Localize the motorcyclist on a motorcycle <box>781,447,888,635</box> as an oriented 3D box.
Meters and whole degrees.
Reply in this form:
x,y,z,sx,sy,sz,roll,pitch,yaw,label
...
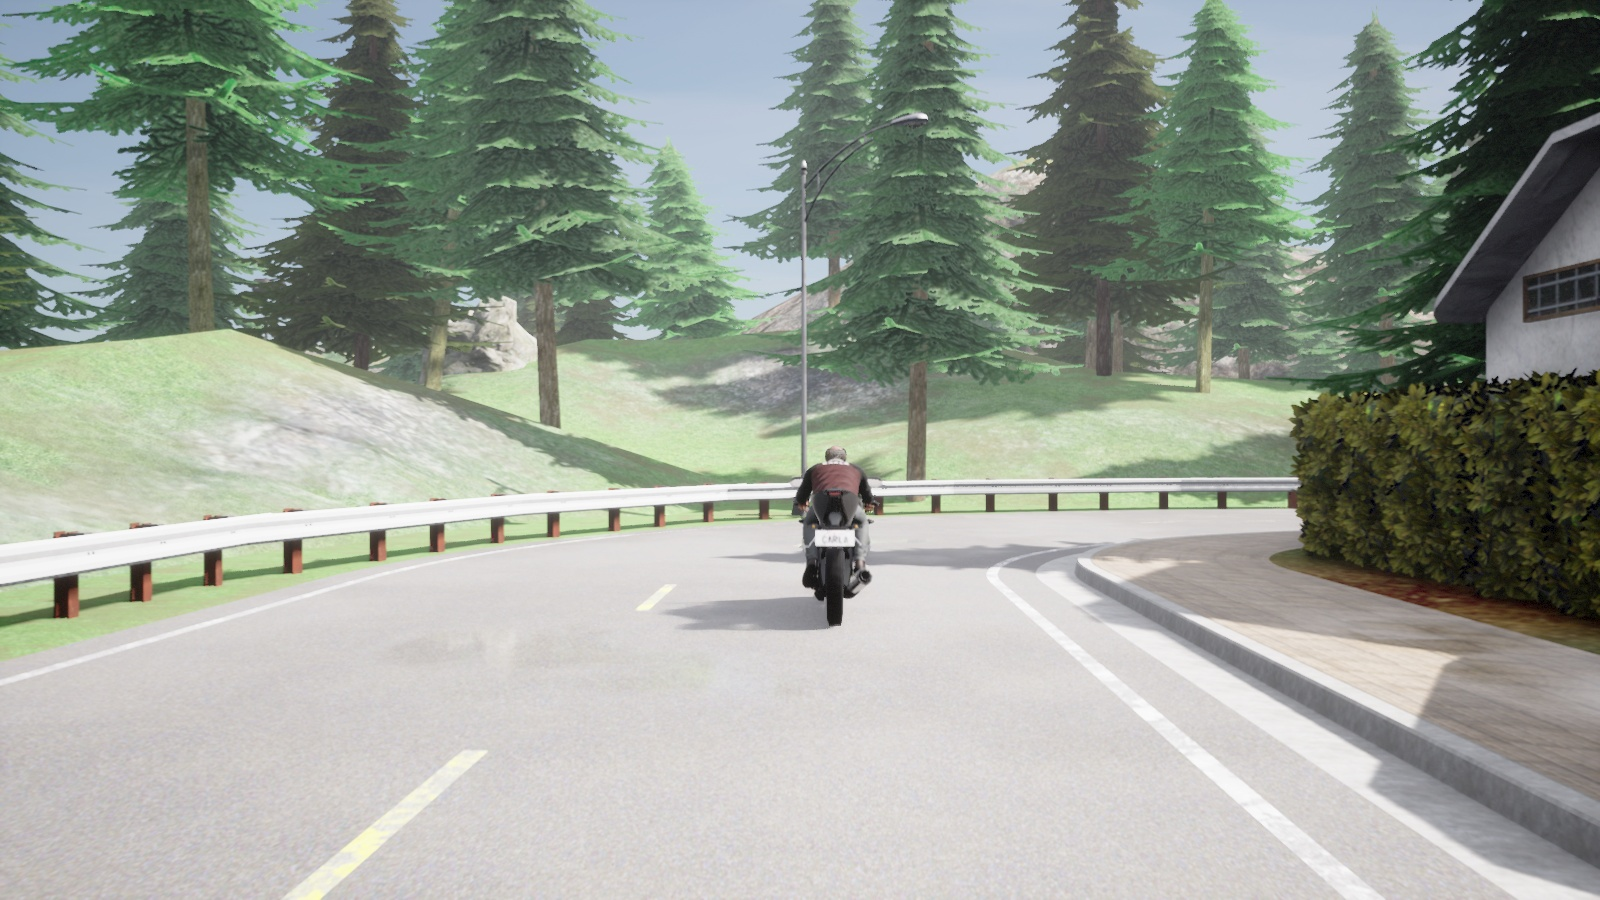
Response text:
x,y,z,sx,sy,sz,roll,pitch,yaw,label
0.321,0.739,11.338,0.866,1.530,2.191,0,0,2,motorcyclist on a motorcycle
